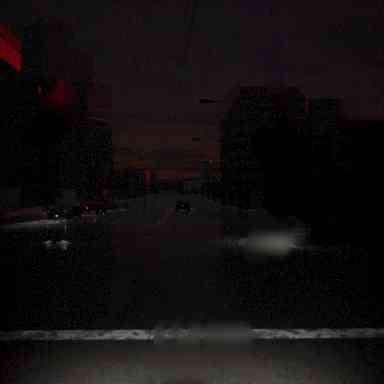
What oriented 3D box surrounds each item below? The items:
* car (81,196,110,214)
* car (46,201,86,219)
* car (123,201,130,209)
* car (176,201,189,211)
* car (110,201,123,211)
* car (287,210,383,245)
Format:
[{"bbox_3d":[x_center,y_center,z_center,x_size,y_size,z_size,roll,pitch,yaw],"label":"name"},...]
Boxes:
[{"bbox_3d":[-11.762,1.488,39.735,2.150,2.045,5.566,0,-1,-2],"label":"car"},{"bbox_3d":[-11.400,1.712,30.039,1.895,1.301,4.718,0,-1,-2],"label":"car"},{"bbox_3d":[-12.435,2.305,59.514,1.895,1.301,4.718,0,-1,-2],"label":"car"},{"bbox_3d":[-1.413,2.029,49.178,1.994,1.385,4.181,0,-1,-2],"label":"car"},{"bbox_3d":[-12.085,2.049,49.630,1.994,1.385,4.181,0,-1,-1],"label":"car"},{"bbox_3d":[7.157,1.532,14.979,5.357,1.411,2.033,-2,0,-1],"label":"car"}]
